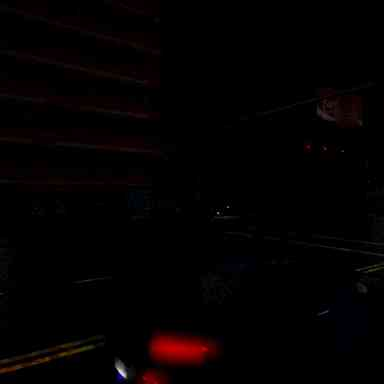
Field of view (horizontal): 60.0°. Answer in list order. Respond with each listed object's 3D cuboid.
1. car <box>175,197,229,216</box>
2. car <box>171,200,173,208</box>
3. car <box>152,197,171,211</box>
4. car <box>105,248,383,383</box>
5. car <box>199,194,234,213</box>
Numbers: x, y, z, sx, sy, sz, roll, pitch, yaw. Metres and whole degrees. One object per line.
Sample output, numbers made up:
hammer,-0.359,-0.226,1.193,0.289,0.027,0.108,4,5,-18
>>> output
car,0.848,1.547,32.489,2.033,1.411,5.357,0,0,-36
car,-3.703,1.564,44.817,1.994,1.385,4.181,0,0,-35
car,-4.935,1.352,40.524,2.097,1.767,4.553,0,0,-36
car,1.180,1.526,4.581,4.674,1.442,1.812,0,0,-36
car,2.148,1.222,36.675,2.150,2.045,5.566,0,0,-36
